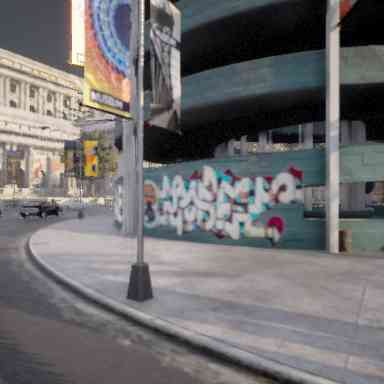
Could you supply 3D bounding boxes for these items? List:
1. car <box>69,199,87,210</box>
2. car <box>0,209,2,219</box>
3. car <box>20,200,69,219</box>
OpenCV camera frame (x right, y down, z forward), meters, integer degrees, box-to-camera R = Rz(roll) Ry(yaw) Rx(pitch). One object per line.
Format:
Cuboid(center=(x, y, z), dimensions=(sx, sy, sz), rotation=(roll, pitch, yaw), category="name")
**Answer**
Cuboid(center=(-16.503, 1.763, 45.822), dimensions=(1.812, 1.442, 4.674), rotation=(0, -1, 27), category="car")
Cuboid(center=(-17.278, 1.455, 26.738), dimensions=(2.097, 1.767, 4.553), rotation=(0, 0, -2), category="car")
Cuboid(center=(-13.678, 1.637, 30.479), dimensions=(2.128, 1.511, 4.902), rotation=(0, 0, 4), category="car")
